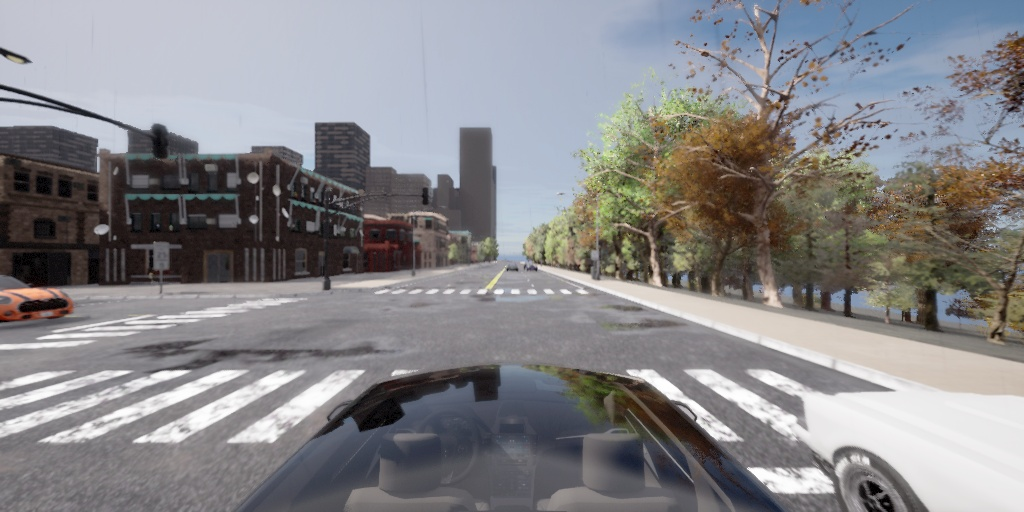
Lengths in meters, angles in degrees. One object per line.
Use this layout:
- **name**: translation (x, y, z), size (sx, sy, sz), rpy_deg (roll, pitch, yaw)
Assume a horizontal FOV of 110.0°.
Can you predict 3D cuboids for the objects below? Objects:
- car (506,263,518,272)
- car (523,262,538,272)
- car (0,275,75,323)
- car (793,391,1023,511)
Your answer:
- **car**: translation (0.049, 1.921, 60.263), size (1.994, 1.385, 4.181), rpy_deg (0, -1, 1)
- **car**: translation (3.311, 1.961, 60.547), size (1.895, 1.301, 4.718), rpy_deg (0, -1, 0)
- **car**: translation (-17.988, 1.412, 12.109), size (4.553, 1.767, 2.097), rpy_deg (-1, 0, -1)
- **car**: translation (3.350, 1.343, 0.914), size (1.895, 1.301, 4.718), rpy_deg (0, -1, 0)
